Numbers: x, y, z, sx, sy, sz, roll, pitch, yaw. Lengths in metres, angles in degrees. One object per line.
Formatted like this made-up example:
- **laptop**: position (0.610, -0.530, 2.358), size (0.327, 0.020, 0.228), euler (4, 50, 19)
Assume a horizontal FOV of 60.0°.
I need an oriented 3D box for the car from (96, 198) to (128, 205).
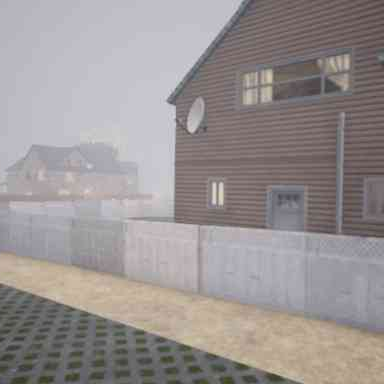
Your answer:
- **car**: position (-8.854, 1.479, 39.649), size (2.033, 1.411, 5.357), euler (2, 1, 36)
